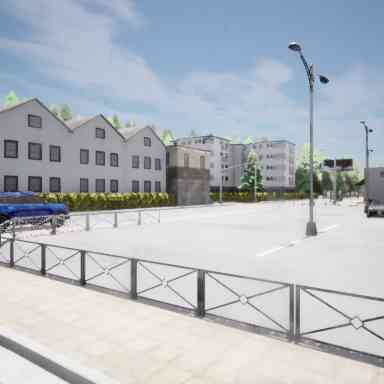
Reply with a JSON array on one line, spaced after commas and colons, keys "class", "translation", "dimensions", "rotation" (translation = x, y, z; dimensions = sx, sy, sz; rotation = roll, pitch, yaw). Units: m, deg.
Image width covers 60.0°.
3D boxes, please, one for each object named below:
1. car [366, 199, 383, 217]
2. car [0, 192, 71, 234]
[{"class": "car", "translation": [15.381, 1.298, 26.840], "dimensions": [2.007, 1.523, 4.514], "rotation": [0, 0, 35]}, {"class": "car", "translation": [-9.355, 1.030, 18.049], "dimensions": [2.150, 2.045, 5.566], "rotation": [0, 0, 32]}]
